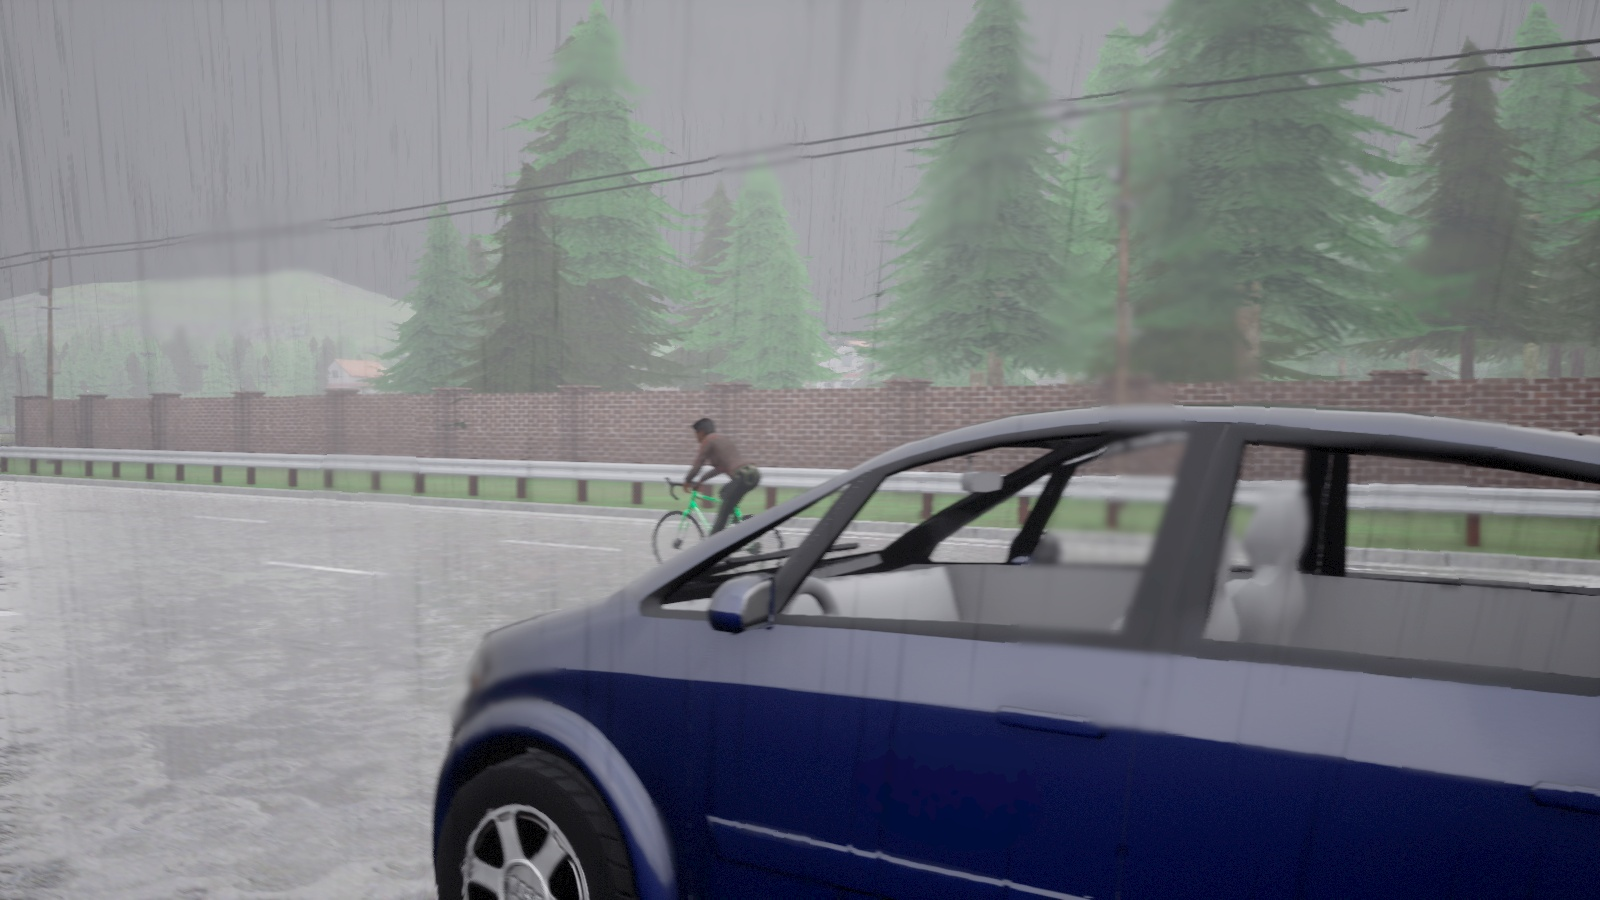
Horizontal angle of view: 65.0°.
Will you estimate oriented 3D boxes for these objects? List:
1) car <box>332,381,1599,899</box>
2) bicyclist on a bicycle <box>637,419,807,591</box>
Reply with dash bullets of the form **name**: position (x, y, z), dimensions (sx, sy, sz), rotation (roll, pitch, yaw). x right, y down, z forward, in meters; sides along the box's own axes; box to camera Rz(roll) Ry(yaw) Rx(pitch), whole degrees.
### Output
- **car**: position (0.789, 0.661, 3.099), dimensions (3.705, 1.549, 1.789), rotation (0, 1, 34)
- **bicyclist on a bicycle**: position (-0.795, 0.520, 12.554), dimensions (1.656, 1.620, 0.582), rotation (0, 1, 34)
